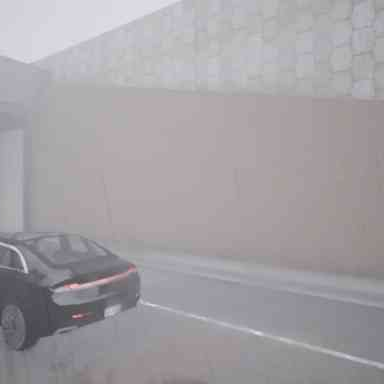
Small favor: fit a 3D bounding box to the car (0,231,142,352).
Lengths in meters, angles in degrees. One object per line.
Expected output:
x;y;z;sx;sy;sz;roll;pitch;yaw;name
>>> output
-3.112;1.494;6.206;4.902;1.511;2.128;0;0;36;car
